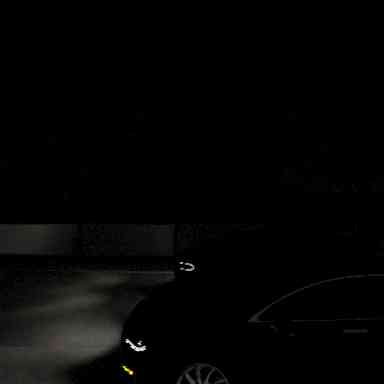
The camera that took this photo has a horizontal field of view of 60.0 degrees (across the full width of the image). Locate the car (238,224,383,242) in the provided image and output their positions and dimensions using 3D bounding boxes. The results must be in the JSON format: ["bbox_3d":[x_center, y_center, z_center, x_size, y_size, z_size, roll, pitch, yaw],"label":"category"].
[{"bbox_3d":[2.111,1.486,7.442,5.008,1.535,1.882,0,0,3],"label":"car"}]

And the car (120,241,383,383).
[{"bbox_3d":[1.621,1.510,3.966,4.892,1.490,1.837,0,0,3],"label":"car"}]
